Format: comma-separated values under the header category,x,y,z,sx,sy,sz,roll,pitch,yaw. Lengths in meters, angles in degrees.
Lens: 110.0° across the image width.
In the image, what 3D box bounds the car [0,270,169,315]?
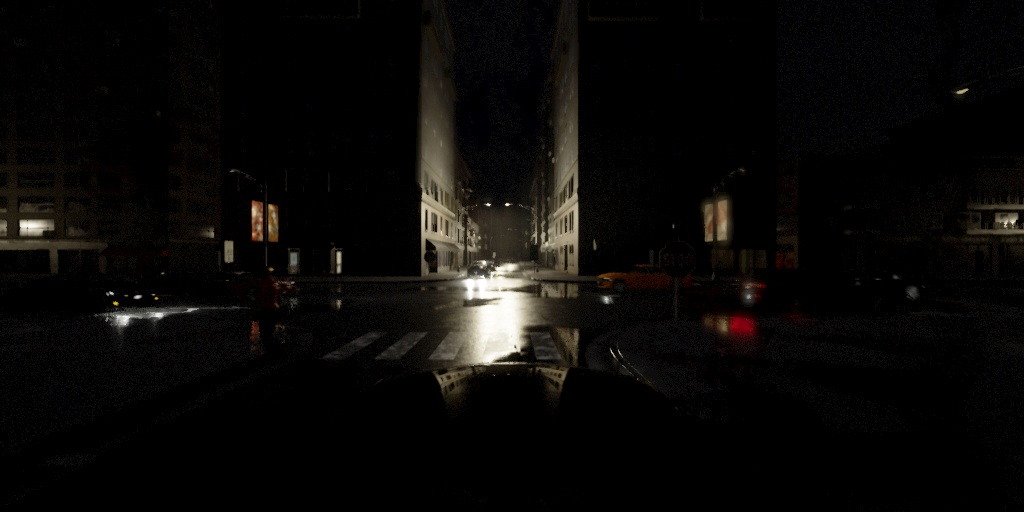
category,x,y,z,sx,sy,sz,roll,pitch,yaw
car,-15.789,1.335,13.210,4.181,1.385,1.994,0,0,0

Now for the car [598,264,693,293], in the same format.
category,x,y,z,sx,sy,sz,roll,pitch,yaw
car,7.308,1.205,19.933,5.008,1.535,1.882,0,0,0

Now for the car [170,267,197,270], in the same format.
category,x,y,z,sx,sy,sz,roll,pitch,yaw
car,-18.227,1.329,19.910,4.181,1.385,1.994,0,0,0

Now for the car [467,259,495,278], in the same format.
category,x,y,z,sx,sy,sz,roll,pitch,yaw
car,-3.088,1.233,34.175,2.128,1.511,4.902,0,0,2

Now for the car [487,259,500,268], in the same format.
category,x,y,z,sx,sy,sz,roll,pitch,yaw
car,-3.018,1.220,59.722,1.882,1.535,5.008,0,0,0

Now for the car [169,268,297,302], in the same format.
category,x,y,z,sx,sy,sz,roll,pitch,yaw
car,-12.648,1.362,16.462,4.718,1.301,1.895,0,0,0

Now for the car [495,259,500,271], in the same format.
category,x,y,z,sx,sy,sz,roll,pitch,yaw
car,-3.039,1.234,45.866,2.128,1.511,4.902,0,0,0

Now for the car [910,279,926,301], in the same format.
category,x,y,z,sx,sy,sz,roll,pitch,yaw
car,15.943,1.226,16.491,4.892,1.490,1.837,0,0,0

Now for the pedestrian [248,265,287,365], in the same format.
category,x,y,z,sx,sy,sz,roll,pitch,yaw
pedestrian,-4.437,1.041,6.538,0.375,1.860,0.375,0,0,0

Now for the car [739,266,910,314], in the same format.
category,x,y,z,sx,sy,sz,roll,pitch,yaw
car,11.147,1.238,13.237,4.892,1.490,1.837,0,0,0
